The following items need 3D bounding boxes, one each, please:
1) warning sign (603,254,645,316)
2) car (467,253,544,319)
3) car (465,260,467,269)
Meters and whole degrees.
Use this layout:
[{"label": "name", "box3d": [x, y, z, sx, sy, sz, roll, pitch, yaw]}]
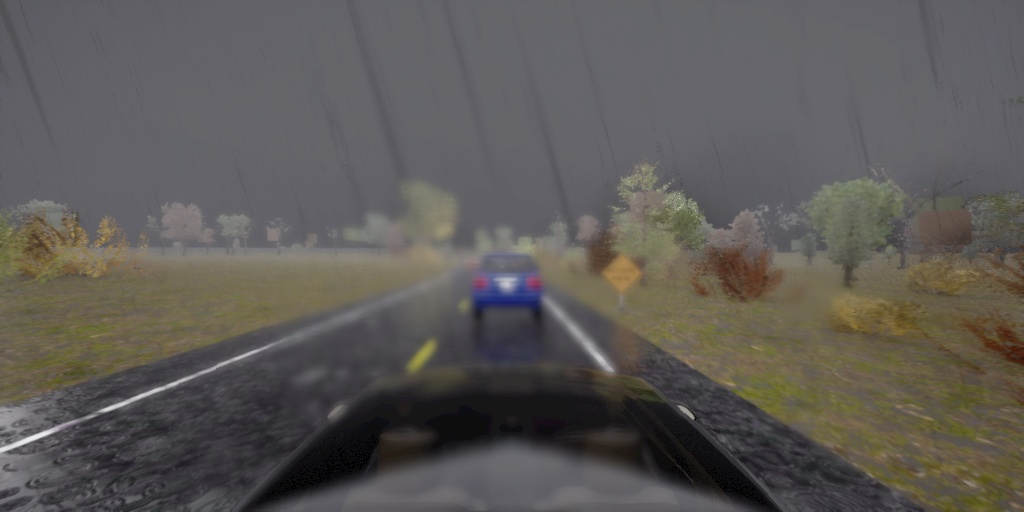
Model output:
[{"label": "warning sign", "box3d": [3.464, 0.854, 11.233, 1.300, 1.860, 1.060, 0, 0, -1]}, {"label": "car", "box3d": [-0.086, 0.956, 12.762, 2.150, 2.045, 5.566, 0, -1, 1]}, {"label": "car", "box3d": [-5.776, 0.995, 52.949, 2.097, 1.767, 4.553, 0, 0, -4]}]
